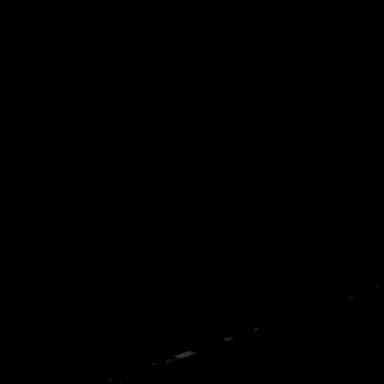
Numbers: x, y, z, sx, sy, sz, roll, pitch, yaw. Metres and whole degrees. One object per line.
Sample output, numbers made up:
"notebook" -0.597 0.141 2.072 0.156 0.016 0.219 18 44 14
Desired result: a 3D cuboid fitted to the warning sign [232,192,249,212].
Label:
"warning sign" 4.780 0.936 32.672 1.300 1.860 1.060 -1 0 -36
